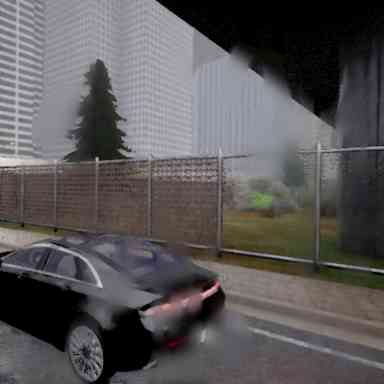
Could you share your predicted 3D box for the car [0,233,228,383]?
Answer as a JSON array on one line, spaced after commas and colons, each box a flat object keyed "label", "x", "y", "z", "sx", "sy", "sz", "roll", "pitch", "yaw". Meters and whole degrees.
[{"label": "car", "x": -1.808, "y": 1.410, "z": 5.299, "sx": 4.902, "sy": 1.511, "sz": 2.128, "roll": 1, "pitch": 1, "yaw": 36}]
